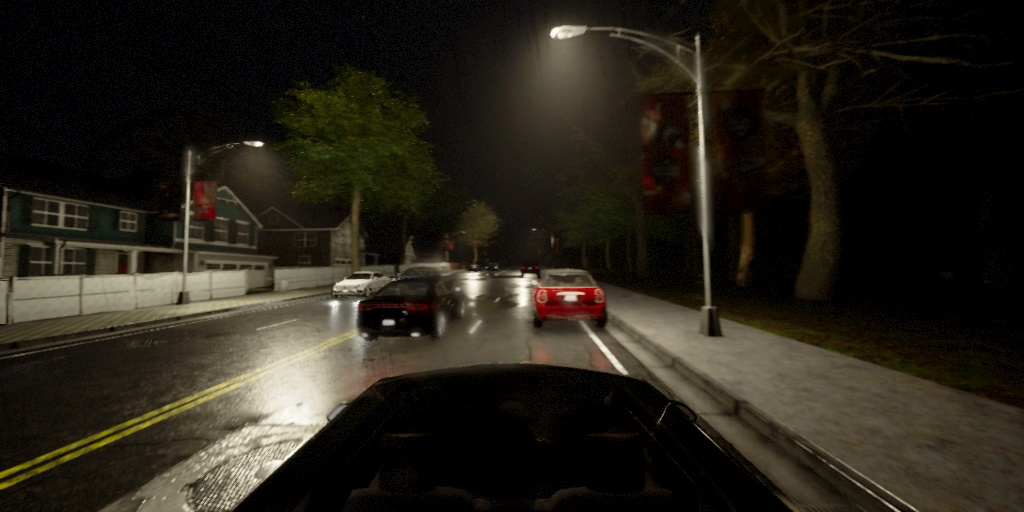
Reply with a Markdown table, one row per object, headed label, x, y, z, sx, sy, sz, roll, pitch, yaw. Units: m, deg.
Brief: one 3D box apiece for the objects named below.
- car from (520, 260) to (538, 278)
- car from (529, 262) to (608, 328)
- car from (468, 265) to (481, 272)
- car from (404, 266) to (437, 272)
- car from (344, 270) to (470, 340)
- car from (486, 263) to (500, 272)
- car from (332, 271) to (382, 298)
| label | x | y | z | sx | sy | sz | roll | pitch | yaw |
| --- | --- | --- | --- | --- | --- | --- | --- | --- | --- |
| car | 2.129 | 1.443 | 41.546 | 2.150 | 2.045 | 5.566 | -1 | -1 | 3 |
| car | 1.725 | 1.199 | 11.990 | 2.097 | 1.767 | 4.553 | -1 | -1 | 3 |
| car | -6.637 | 2.216 | 63.785 | 1.994 | 1.385 | 4.181 | -1 | -1 | 3 |
| car | -5.558 | 1.408 | 21.290 | 2.097 | 1.767 | 4.553 | -1 | -1 | 3 |
| car | -2.638 | 1.362 | 10.472 | 1.882 | 1.535 | 5.008 | -1 | -1 | 3 |
| car | -3.408 | 1.959 | 63.452 | 2.097 | 1.767 | 4.553 | -1 | -1 | 3 |
| car | -8.800 | 1.625 | 21.470 | 1.812 | 1.442 | 4.674 | -1 | -1 | 3 |
